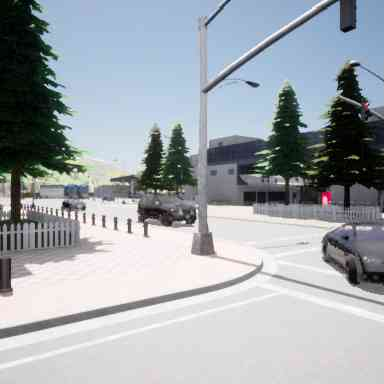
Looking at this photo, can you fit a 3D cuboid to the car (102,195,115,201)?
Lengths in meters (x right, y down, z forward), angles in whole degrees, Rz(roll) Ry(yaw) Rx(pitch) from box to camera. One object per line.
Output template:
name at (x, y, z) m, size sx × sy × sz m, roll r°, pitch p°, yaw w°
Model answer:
car at (-18.885, 1.389, 75.023) m, size 1.845 × 1.501 × 3.633 m, roll 0°, pitch 0°, yaw -37°

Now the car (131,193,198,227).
car at (-1.902, 1.237, 23.436) m, size 2.150 × 2.045 × 5.566 m, roll 0°, pitch 0°, yaw -36°

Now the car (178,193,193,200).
car at (-1.777, 1.092, 88.029) m, size 1.905 × 1.878 × 3.866 m, roll 0°, pitch 0°, yaw -37°

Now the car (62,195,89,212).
car at (-14.149, 1.508, 39.768) m, size 2.128 × 1.511 × 4.902 m, roll 0°, pitch 0°, yaw -37°

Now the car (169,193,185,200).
car at (-3.867, 1.113, 85.969) m, size 1.932 × 1.855 × 4.605 m, roll 0°, pitch 0°, yaw -37°

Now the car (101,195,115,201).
car at (-20.905, 1.399, 82.760) m, size 1.970 × 1.475 × 3.806 m, roll 0°, pitch 0°, yaw -37°

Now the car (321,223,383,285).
car at (5.010, 1.567, 9.175) m, size 1.994 × 1.385 × 4.181 m, roll 0°, pitch 0°, yaw 8°
